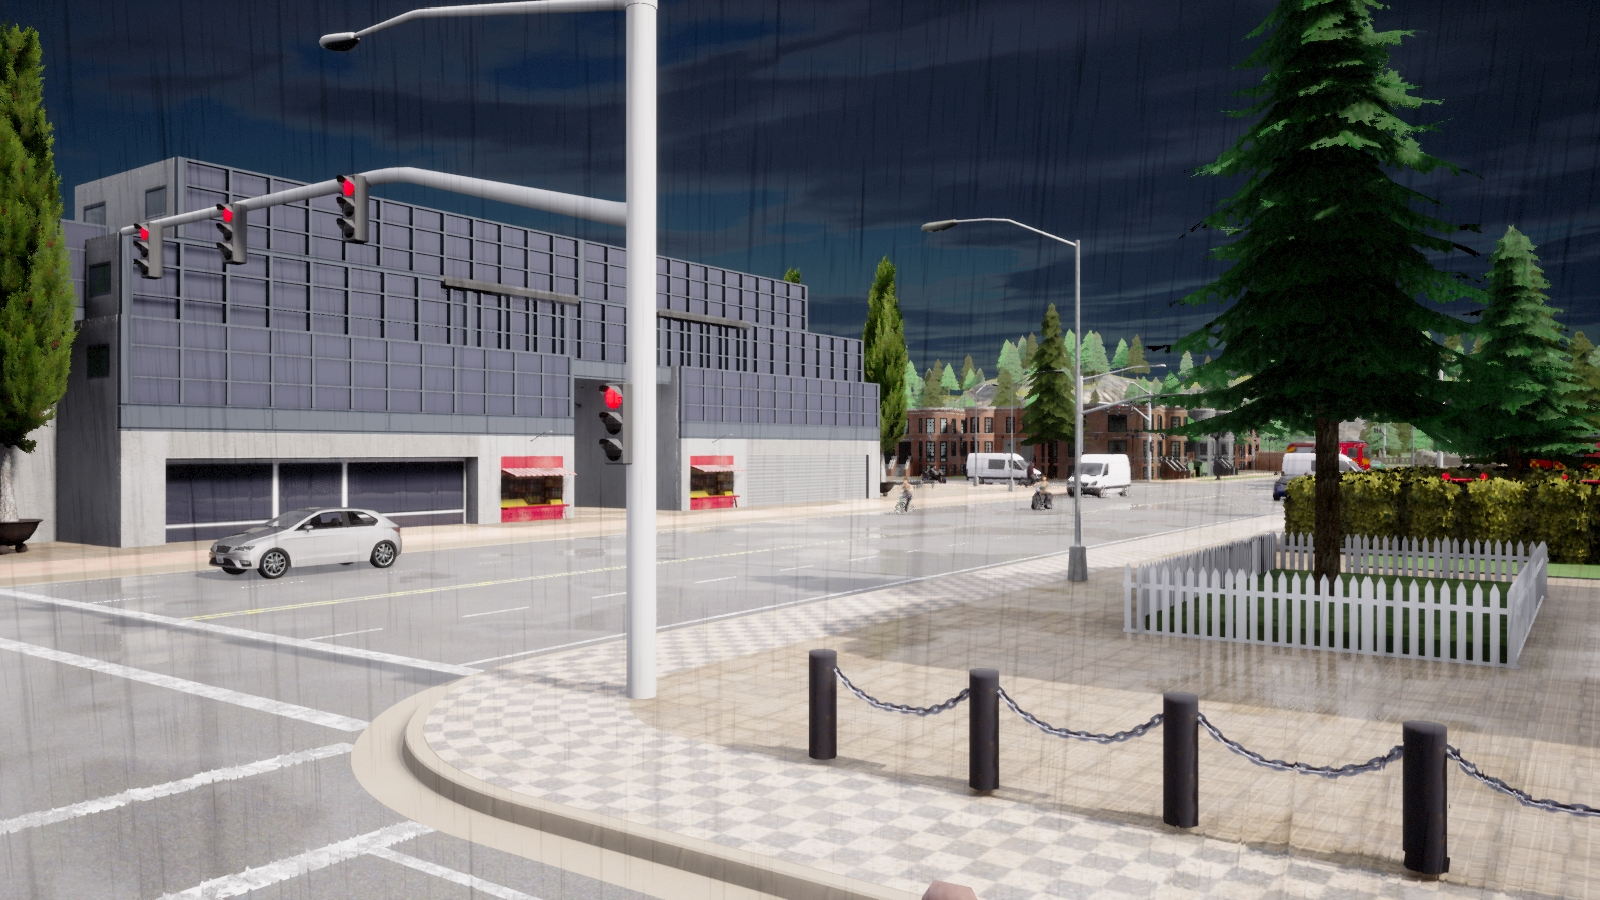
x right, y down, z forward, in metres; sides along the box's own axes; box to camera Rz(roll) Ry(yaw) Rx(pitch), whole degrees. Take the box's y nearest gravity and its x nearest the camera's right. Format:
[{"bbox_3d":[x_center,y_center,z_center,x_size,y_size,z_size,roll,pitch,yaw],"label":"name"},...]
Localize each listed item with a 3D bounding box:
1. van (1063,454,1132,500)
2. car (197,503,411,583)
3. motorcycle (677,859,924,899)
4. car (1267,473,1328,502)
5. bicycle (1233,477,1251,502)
[{"bbox_3d":[17.583,1.534,67.256,1.988,2.561,5.915,0,0,35],"label":"van"},{"bbox_3d":[-11.323,2.066,26.349,1.816,1.474,4.193,0,0,35],"label":"car"},{"bbox_3d":[0.509,2.205,3.428,2.209,1.251,0.867,0,0,35],"label":"motorcycle"},{"bbox_3d":[27.765,2.063,63.661,2.163,1.488,4.792,0,0,35],"label":"car"},{"bbox_3d":[24.334,2.158,62.852,0.859,1.276,1.487,0,0,23],"label":"bicycle"}]
